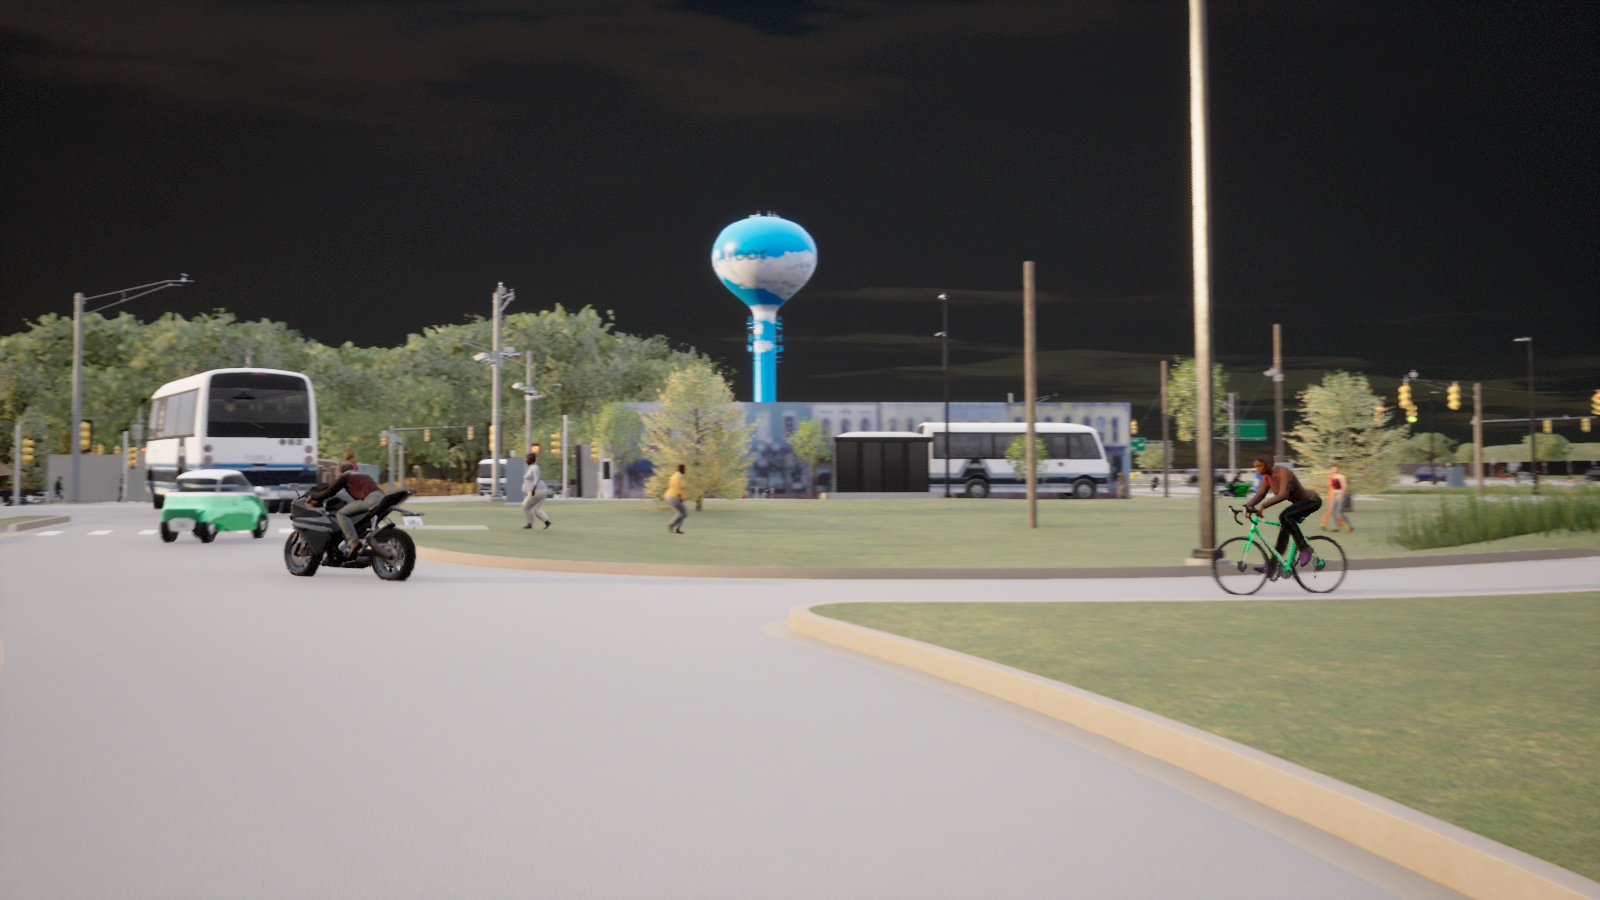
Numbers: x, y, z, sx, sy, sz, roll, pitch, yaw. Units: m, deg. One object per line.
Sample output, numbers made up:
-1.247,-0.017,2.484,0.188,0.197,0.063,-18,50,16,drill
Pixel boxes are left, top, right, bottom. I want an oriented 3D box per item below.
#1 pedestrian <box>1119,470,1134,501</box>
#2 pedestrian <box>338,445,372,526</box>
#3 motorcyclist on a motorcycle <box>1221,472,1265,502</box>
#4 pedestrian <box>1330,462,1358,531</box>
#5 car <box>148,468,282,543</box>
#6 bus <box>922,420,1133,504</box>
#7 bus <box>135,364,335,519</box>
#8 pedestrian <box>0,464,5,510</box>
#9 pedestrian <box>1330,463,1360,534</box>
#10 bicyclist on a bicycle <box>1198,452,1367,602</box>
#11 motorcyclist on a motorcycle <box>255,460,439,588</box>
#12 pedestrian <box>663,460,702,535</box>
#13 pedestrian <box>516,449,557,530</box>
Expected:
19.874,2.172,76.398,0.694,1.848,0.540,0,-3,-11,pedestrian
-10.170,0.805,28.695,0.636,1.846,0.331,0,-2,-3,pedestrian
23.498,1.985,66.607,2.044,1.523,0.797,-2,-2,9,motorcyclist on a motorcycle
14.683,1.261,33.905,0.594,1.836,0.345,1,-3,-18,pedestrian
-11.290,1.045,24.358,1.481,1.376,2.207,0,-1,3,car
11.911,0.711,66.477,10.273,4.253,3.944,0,-2,-4,bus
-18.208,-0.176,39.906,3.944,4.253,10.273,1,-1,-35,bus
-33.964,1.557,52.584,0.659,1.952,0.873,0,-2,7,pedestrian
14.207,1.262,32.743,0.594,1.836,0.345,0,-3,-9,pedestrian
5.399,0.849,14.082,1.656,1.620,0.582,0,-3,-9,bicyclist on a bicycle
-5.750,0.913,15.931,2.191,1.530,0.866,0,-3,26,motorcyclist on a motorcycle
-2.949,1.200,31.541,0.900,1.855,0.874,0,-3,-11,pedestrian
-6.168,0.934,29.403,0.900,1.855,0.874,0,-3,-10,pedestrian
